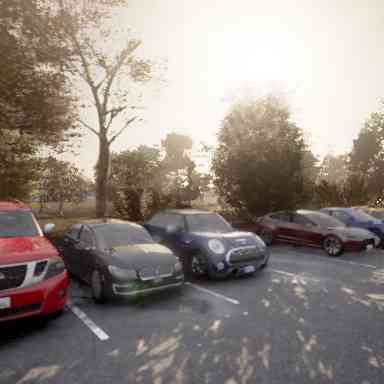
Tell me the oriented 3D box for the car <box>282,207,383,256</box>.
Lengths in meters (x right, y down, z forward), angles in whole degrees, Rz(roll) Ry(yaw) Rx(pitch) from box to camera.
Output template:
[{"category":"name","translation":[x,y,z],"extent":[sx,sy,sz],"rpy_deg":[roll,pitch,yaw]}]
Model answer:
[{"category":"car","translation":[4.732,1.502,13.408],"extent":[2.163,1.488,4.792],"rpy_deg":[0,0,-36]}]

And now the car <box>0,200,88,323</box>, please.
[{"category":"car","translation":[-4.332,1.228,6.935],"extent":[2.435,2.045,5.566],"rpy_deg":[0,0,-36]}]

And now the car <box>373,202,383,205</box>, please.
[{"category":"car","translation":[9.038,1.464,16.750],"extent":[1.946,1.575,5.366],"rpy_deg":[0,0,-36]}]

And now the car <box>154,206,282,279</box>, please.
[{"category":"car","translation":[0.165,1.351,10.221],"extent":[2.185,1.767,4.553],"rpy_deg":[0,0,-36]}]

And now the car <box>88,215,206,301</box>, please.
[{"category":"car","translation":[-2.087,1.480,8.581],"extent":[2.231,1.521,4.892],"rpy_deg":[0,0,-36]}]

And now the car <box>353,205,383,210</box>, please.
[{"category":"car","translation":[6.978,1.470,15.057],"extent":[2.097,1.535,5.008],"rpy_deg":[0,0,-36]}]

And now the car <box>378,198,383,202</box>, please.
[{"category":"car","translation":[11.395,1.212,18.241],"extent":[2.435,2.045,5.566],"rpy_deg":[0,0,-36]}]
